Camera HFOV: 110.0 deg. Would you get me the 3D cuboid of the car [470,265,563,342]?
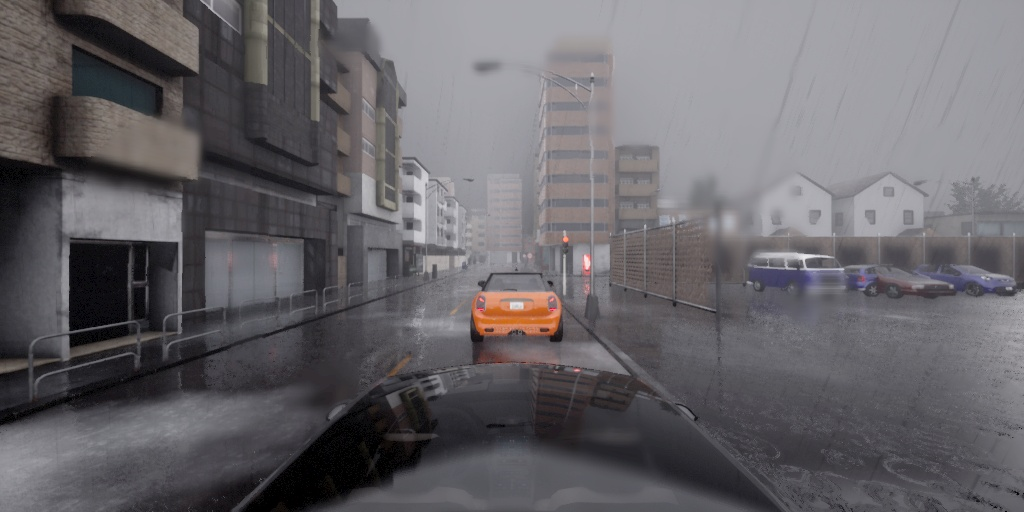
[{"bbox_3d":[0.102,1.100,9.926,2.097,1.767,4.553,0,0,0],"label":"car"}]
